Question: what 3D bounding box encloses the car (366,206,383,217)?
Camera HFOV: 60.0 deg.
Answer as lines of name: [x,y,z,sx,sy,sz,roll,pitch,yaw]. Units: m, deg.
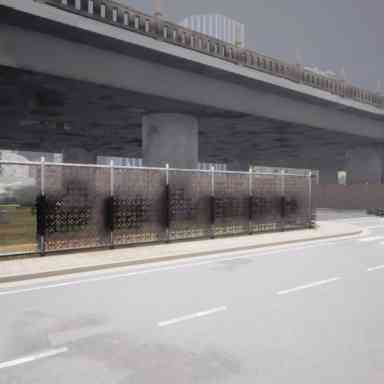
car: [18.077,1.547,28.566,2.033,1.411,5.357,0,0,-39]
